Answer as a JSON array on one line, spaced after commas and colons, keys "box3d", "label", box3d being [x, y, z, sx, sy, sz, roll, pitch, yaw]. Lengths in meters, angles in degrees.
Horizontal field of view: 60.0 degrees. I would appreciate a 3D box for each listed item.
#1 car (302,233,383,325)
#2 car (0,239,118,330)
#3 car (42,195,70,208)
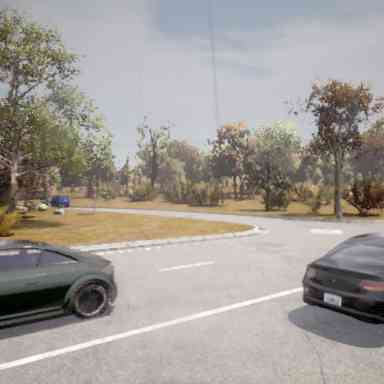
[{"box3d": [4.113, 1.562, 6.684, 4.674, 1.442, 1.812, 0, 0, -36], "label": "car"}, {"box3d": [-3.452, 1.566, 5.818, 4.181, 1.385, 1.994, 0, 0, -35], "label": "car"}, {"box3d": [-22.598, 1.544, 55.116, 5.566, 2.045, 2.150, -1, -1, 34], "label": "car"}]
